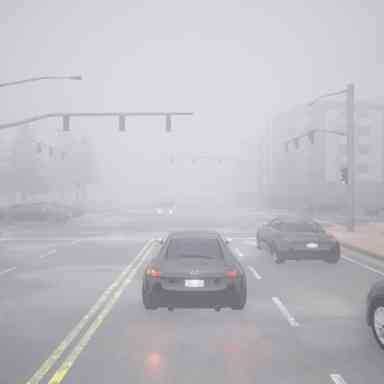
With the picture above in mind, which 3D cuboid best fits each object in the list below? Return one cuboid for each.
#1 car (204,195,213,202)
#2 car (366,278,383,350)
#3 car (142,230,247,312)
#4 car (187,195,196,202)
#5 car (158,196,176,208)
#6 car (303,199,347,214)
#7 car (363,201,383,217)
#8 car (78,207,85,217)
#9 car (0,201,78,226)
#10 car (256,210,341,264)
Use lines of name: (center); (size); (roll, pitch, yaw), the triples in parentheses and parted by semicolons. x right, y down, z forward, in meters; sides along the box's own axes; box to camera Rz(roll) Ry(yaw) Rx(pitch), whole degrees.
car: (3.459, 1.363, 71.343); (2.128, 1.511, 4.902); (0, 0, 0)
car: (3.599, 1.505, 3.200); (1.837, 1.490, 4.892); (0, 0, 0)
car: (0.055, 1.564, 7.819); (1.994, 1.385, 4.181); (0, 0, 0)
car: (-0.041, 1.392, 71.327); (1.994, 1.385, 4.181); (0, 0, 0)
car: (-3.610, 1.526, 47.134); (1.812, 1.442, 4.674); (0, 0, 0)
car: (14.046, 1.491, 34.388); (4.902, 1.511, 2.128); (0, 0, -1)
car: (18.543, 1.505, 31.002); (4.892, 1.490, 1.837); (0, 0, -2)
car: (-11.336, 1.492, 27.168); (4.902, 1.511, 2.128); (0, 0, -9)
car: (-10.889, 1.492, 23.123); (4.902, 1.511, 2.128); (0, 0, -1)
car: (3.575, 1.564, 11.904); (1.994, 1.385, 4.181); (0, 0, 0)
